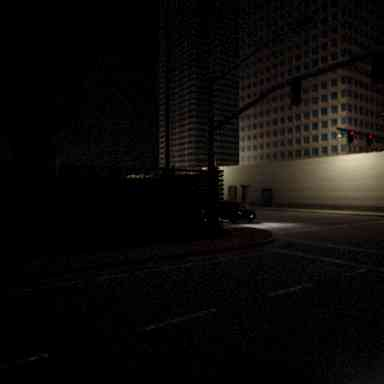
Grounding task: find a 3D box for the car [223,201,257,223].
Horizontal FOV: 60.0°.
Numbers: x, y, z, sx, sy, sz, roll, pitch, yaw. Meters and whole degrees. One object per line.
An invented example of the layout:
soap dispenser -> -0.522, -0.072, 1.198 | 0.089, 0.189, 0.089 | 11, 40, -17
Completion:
car -> 2.736, 1.425, 24.860 | 1.837, 1.490, 4.892 | 0, 0, -34
